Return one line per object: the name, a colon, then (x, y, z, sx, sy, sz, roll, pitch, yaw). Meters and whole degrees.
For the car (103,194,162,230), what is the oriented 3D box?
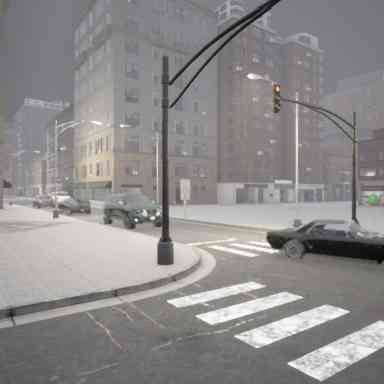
car: (-3.820, 1.132, 21.047, 2.150, 2.045, 5.566, 0, 0, -36)

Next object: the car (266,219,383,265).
car: (4.950, 1.579, 10.780, 4.718, 1.301, 1.895, 0, 0, 37)

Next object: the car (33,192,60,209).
car: (-18.437, 1.146, 41.587, 2.097, 1.767, 4.553, 0, 0, -35)

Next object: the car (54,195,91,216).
car: (-11.043, 1.328, 31.182, 1.882, 1.535, 5.008, 0, 0, -36)

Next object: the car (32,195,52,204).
car: (-25.510, 1.269, 56.495, 2.033, 1.411, 5.357, 0, 0, -35)

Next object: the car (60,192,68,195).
car: (-19.126, 0.991, 47.564, 2.150, 2.045, 5.566, 0, 0, -35)
